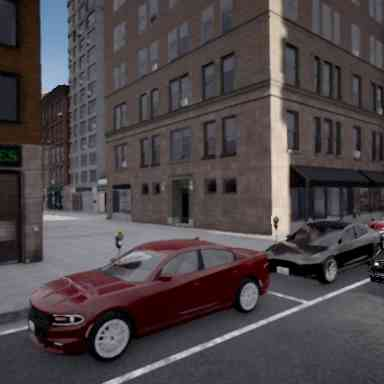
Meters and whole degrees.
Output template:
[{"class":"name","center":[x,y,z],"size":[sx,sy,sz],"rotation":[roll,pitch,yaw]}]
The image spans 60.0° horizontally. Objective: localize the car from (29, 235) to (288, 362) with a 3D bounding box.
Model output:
[{"class":"car","center":[-0.464,1.576,6.005],"size":[4.507,1.381,1.887],"rotation":[-1,0,-39]}]

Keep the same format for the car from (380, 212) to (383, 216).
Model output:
[{"class":"car","center":[8.327,1.376,13.205],"size":[4.097,1.590,1.967],"rotation":[-1,0,-39]}]

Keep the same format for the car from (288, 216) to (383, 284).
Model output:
[{"class":"car","center":[3.932,1.549,9.605],"size":[4.313,1.339,1.947],"rotation":[-1,0,-39]}]

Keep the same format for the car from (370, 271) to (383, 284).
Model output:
[{"class":"car","center":[6.482,1.492,8.411],"size":[5.357,1.411,2.033],"rotation":[-1,0,-39]}]
